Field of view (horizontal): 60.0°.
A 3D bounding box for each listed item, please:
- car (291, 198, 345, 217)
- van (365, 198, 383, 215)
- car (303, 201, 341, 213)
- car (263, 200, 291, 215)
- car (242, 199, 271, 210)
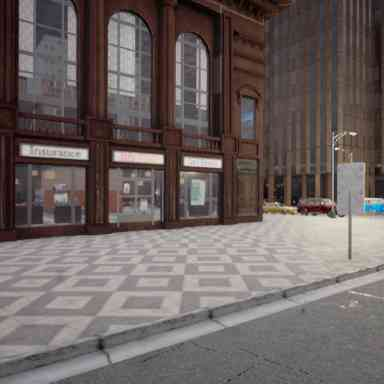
[{"bbox_3d":[12.710,1.521,32.679,2.192,1.841,5.009,0,0,-35],"label":"car"},{"bbox_3d":[19.673,1.588,37.597,1.690,1.788,3.998,-1,0,-35],"label":"van"},{"bbox_3d":[16.437,1.896,42.193,1.802,1.307,4.206,-1,0,-35],"label":"car"},{"bbox_3d":[9.570,1.797,37.136,1.752,1.417,4.829,0,0,-35],"label":"car"},{"bbox_3d":[9.956,1.890,51.388,1.967,1.590,4.097,-1,0,-35],"label":"car"}]
